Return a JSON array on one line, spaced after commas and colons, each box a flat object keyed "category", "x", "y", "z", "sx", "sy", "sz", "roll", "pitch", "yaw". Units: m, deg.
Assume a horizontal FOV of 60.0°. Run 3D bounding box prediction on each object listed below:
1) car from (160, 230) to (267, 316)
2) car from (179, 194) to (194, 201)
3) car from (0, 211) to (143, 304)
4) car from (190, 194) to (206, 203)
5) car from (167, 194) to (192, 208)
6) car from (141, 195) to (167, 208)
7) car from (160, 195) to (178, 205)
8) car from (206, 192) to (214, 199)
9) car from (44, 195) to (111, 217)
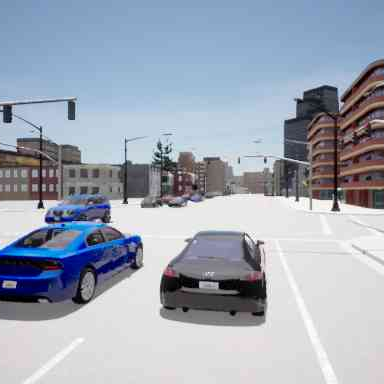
[{"category": "car", "x": 0.691, "y": 1.568, "z": 7.656, "sx": 1.994, "sy": 1.385, "sz": 4.181, "roll": 0, "pitch": 0, "yaw": 12}, {"category": "car", "x": -1.012, "y": 1.080, "z": 69.398, "sx": 2.033, "sy": 1.411, "sz": 5.357, "roll": 0, "pitch": 1, "yaw": 11}, {"category": "car", "x": -2.746, "y": 1.482, "z": 8.303, "sx": 1.882, "sy": 1.535, "sz": 5.008, "roll": 0, "pitch": 0, "yaw": 11}, {"category": "car", "x": 0.907, "y": 1.190, "z": 61.280, "sx": 1.812, "sy": 1.442, "sz": 4.674, "roll": 0, "pitch": 1, "yaw": 11}, {"category": "car", "x": -1.914, "y": 1.431, "z": 46.905, "sx": 2.033, "sy": 1.411, "sz": 5.357, "roll": 0, "pitch": 1, "yaw": 11}, {"category": "car", "x": -5.550, "y": 1.252, "z": 46.529, "sx": 2.097, "sy": 1.767, "sz": 4.553, "roll": 0, "pitch": 1, "yaw": 11}, {"category": "car", "x": -3.787, "y": 1.253, "z": 55.494, "sx": 1.882, "sy": 1.535, "sz": 5.008, "roll": 0, "pitch": 1, "yaw": 11}, {"category": "car", "x": 4.004, "y": 0.874, "z": 76.873, "sx": 1.837, "sy": 1.490, "sz": 4.892, "roll": 0, "pitch": 1, "yaw": 11}, {"category": "car", "x": -7.305, "y": 1.215, "z": 22.070, "sx": 2.150, "sy": 2.045, "sz": 5.566, "roll": 0, "pitch": 0, "yaw": 12}]
